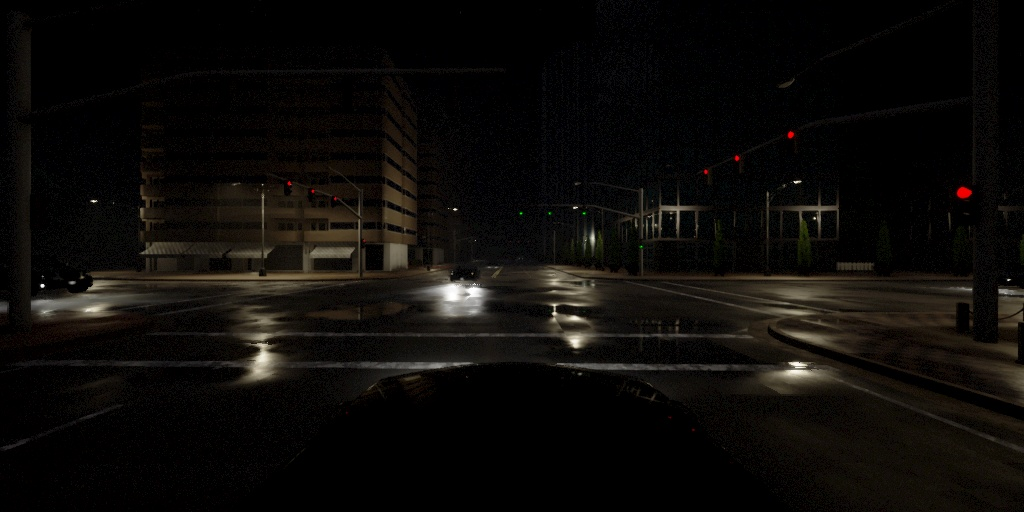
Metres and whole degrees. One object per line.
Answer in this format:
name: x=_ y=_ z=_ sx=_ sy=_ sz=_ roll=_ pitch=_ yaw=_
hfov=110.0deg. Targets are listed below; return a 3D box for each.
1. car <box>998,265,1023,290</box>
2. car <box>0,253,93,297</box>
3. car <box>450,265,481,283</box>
car: x=30.668 y=1.241 z=20.979 sx=5.357 sy=1.411 sz=2.033 roll=0 pitch=0 yaw=0
car: x=-24.415 y=0.907 z=17.870 sx=5.566 sy=2.045 sz=2.150 roll=1 pitch=0 yaw=4
car: x=-3.506 y=1.332 z=27.417 sx=1.895 sy=1.301 sz=4.718 roll=0 pitch=0 yaw=0
